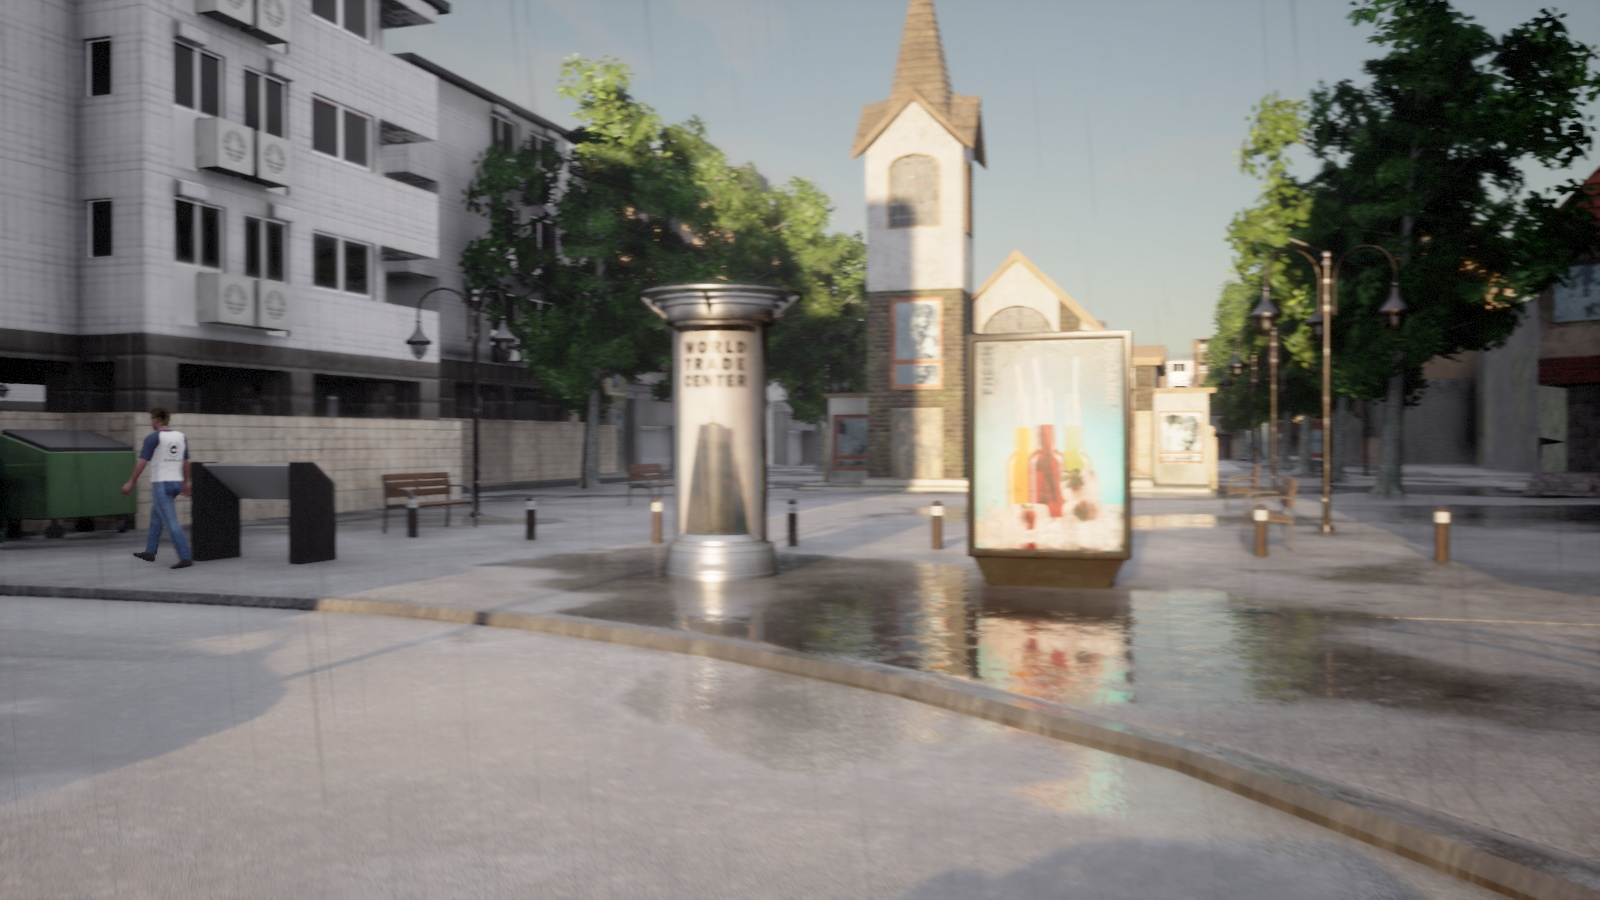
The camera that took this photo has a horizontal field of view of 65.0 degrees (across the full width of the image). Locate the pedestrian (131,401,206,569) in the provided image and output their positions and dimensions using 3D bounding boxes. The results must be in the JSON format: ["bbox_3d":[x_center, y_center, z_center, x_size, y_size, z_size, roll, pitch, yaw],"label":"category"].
[{"bbox_3d":[-7.065,0.383,14.053,0.706,1.836,0.354,0,0,18],"label":"pedestrian"}]
